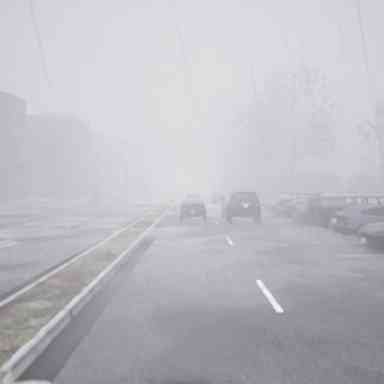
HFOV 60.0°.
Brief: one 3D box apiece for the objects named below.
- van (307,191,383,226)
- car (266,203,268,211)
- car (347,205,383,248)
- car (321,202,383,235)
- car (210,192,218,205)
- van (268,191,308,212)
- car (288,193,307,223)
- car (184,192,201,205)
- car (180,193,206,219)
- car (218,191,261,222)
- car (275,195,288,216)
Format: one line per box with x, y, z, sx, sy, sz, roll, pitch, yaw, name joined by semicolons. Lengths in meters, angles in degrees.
8.893;1.055;17.851;4.442;1.987;1.878;0;1;0;van
8.799;0.949;28.873;4.553;1.767;2.185;0;1;0;car
8.750;1.388;12.350;4.792;1.488;2.163;0;1;0;car
8.808;1.349;15.102;4.792;1.488;2.163;0;1;0;car
3.321;0.731;41.676;2.128;1.511;4.902;0;2;0;car
8.654;0.909;26.119;4.442;1.987;1.878;0;1;0;van
8.743;1.109;20.736;4.553;1.767;2.185;0;1;0;car
0.071;0.812;41.405;1.994;1.385;4.181;0;2;0;car
0.080;1.148;25.277;1.882;1.535;5.008;0;1;0;car
3.334;0.931;23.285;2.150;2.045;5.566;0;1;0;car
8.767;1.189;23.366;4.892;1.521;2.231;0;1;0;car
